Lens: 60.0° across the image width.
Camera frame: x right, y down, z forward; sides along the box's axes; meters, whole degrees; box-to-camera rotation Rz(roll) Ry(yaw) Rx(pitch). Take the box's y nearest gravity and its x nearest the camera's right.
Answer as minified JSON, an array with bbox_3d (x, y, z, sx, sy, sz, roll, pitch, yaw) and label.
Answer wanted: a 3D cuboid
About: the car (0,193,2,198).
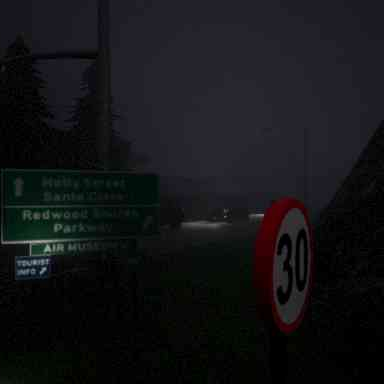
[{"bbox_3d":[-38.597,1.489,70.013,4.514,1.523,2.007,0,0,35],"label":"car"}]

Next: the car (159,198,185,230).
[{"bbox_3d":[-2.706,1.414,20.812,2.150,2.045,5.566,0,0,36],"label":"car"}]

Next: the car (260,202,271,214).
[{"bbox_3d":[9.271,1.755,37.260,1.994,1.385,4.181,0,0,36],"label":"car"}]

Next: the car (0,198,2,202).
[{"bbox_3d":[-12.393,1.504,26.071,1.905,1.878,3.866,0,0,35],"label":"car"}]

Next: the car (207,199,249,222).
[{"bbox_3d":[3.182,1.544,28.906,2.097,1.767,4.553,0,0,36],"label":"car"}]
